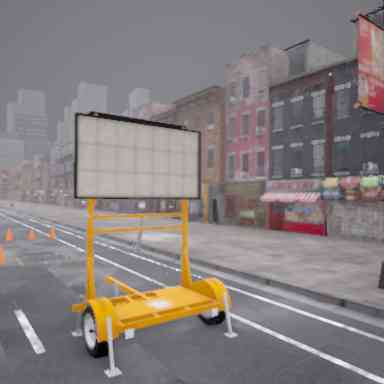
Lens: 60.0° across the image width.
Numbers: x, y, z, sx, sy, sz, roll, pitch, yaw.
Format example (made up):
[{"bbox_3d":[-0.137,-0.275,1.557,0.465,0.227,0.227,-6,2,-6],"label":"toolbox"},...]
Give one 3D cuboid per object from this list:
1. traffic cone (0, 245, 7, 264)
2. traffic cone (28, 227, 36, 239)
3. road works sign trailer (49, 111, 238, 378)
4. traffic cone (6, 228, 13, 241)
[{"bbox_3d":[-6.198,2.018,10.766,0.340,0.580,0.340,1,-1,-36],"label":"traffic cone"},{"bbox_3d":[-8.087,2.067,16.801,0.340,0.580,0.340,1,-1,-36],"label":"traffic cone"},{"bbox_3d":[-0.967,0.524,5.914,2.380,3.560,2.880,1,-1,-36],"label":"road works sign trailer"},{"bbox_3d":[-8.898,2.053,16.216,0.340,0.580,0.340,1,-1,-36],"label":"traffic cone"}]
